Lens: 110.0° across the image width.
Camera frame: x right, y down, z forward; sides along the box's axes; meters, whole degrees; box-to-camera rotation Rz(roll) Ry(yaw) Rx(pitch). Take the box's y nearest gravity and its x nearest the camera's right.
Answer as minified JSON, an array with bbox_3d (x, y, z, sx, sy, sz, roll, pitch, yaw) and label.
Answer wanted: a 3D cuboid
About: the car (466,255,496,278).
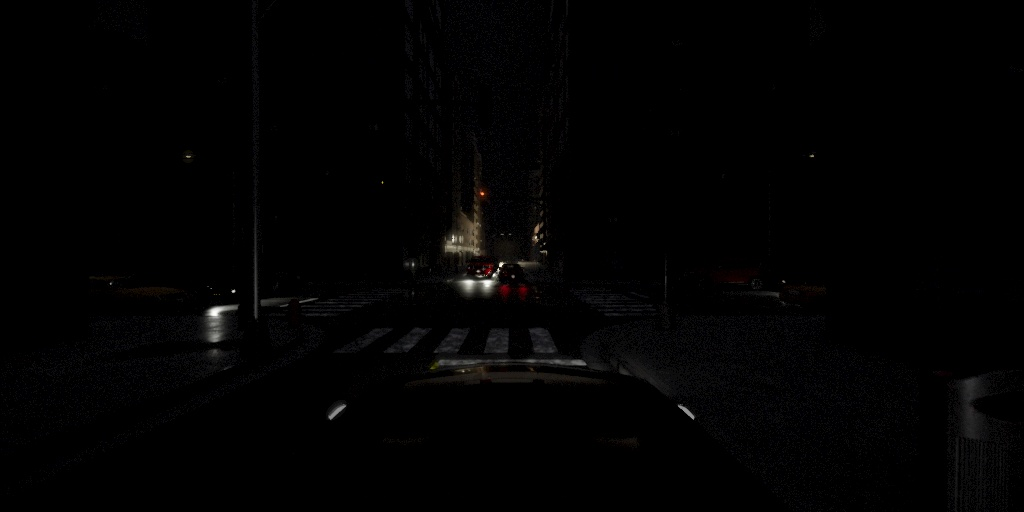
[{"bbox_3d":[-2.907,0.963,33.542,2.150,2.045,5.566,0,0,0],"label":"car"}]

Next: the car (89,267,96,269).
[{"bbox_3d":[-25.392,1.314,20.956,4.313,1.339,1.948,0,0,0],"label":"car"}]

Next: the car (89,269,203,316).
[{"bbox_3d":[-14.402,1.304,12.936,4.829,1.417,1.751,0,0,0],"label":"car"}]

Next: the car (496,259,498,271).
[{"bbox_3d":[-2.924,0.955,44.264,2.150,2.045,5.566,0,0,0],"label":"car"}]

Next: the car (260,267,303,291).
[{"bbox_3d":[-14.567,1.306,20.961,4.313,1.339,1.948,0,0,0],"label":"car"}]

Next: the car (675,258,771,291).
[{"bbox_3d":[12.316,1.032,20.974,5.009,1.841,2.192,0,0,0],"label":"car"}]

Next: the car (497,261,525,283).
[{"bbox_3d":[-0.034,1.270,27.946,1.812,1.442,4.674,-1,0,-3],"label":"car"}]

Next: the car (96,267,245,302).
[{"bbox_3d":[-14.408,1.271,15.484,4.892,1.490,1.837,0,0,1],"label":"car"}]

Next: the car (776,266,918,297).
[{"bbox_3d":[17.029,1.272,18.435,5.357,1.411,2.033,0,0,0],"label":"car"}]

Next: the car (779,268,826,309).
[{"bbox_3d":[12.481,1.280,12.949,4.829,1.417,1.751,0,0,0],"label":"car"}]

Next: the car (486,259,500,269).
[{"bbox_3d":[-2.932,1.228,55.757,1.837,1.490,4.892,0,0,0],"label":"car"}]
